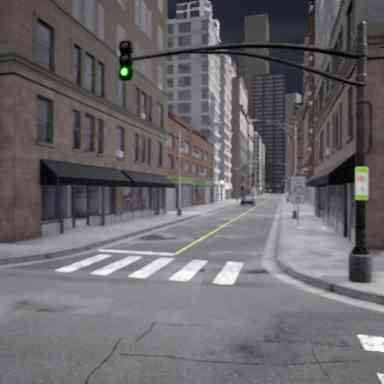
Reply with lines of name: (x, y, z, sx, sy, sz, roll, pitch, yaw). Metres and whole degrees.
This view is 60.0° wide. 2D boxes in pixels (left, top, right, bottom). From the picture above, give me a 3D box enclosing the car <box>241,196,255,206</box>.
car: (8.614, 1.309, 50.916, 1.882, 1.535, 5.008, 0, 0, 15)
